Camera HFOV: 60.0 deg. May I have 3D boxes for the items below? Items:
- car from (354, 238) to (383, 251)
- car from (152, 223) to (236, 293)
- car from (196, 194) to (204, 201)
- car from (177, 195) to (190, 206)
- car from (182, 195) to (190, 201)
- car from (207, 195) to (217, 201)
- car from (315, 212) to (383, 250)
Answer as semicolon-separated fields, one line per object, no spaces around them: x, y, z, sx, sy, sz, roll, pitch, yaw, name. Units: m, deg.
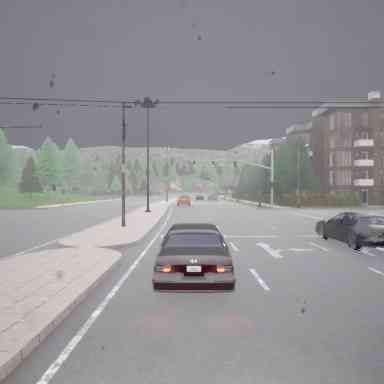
3.594;1.492;2.645;2.128;1.511;4.902;0;0;0;car
0.045;1.547;9.000;2.033;1.411;5.357;0;0;0;car
2.010;1.477;85.608;1.882;1.535;5.008;0;0;0;car
-1.338;1.352;54.745;2.097;1.767;4.553;0;0;-1;car
-1.490;1.523;85.570;1.812;1.442;4.674;0;0;0;car
5.510;1.539;85.614;2.033;1.411;5.357;0;0;0;car
7.057;1.547;14.117;2.033;1.411;5.357;0;0;0;car
